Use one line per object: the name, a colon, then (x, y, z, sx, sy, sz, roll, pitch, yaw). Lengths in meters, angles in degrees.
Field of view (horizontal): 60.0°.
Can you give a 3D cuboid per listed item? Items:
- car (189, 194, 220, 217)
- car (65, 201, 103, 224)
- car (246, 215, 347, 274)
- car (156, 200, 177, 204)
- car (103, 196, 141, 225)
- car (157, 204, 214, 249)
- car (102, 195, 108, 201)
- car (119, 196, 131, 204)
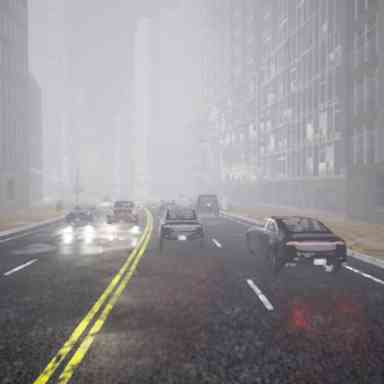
car: (1.067, 1.186, 30.972, 2.150, 2.045, 5.566, 0, 0, -8)
car: (-8.235, 1.609, 25.388, 1.895, 1.301, 4.718, 0, 0, -7)
car: (2.996, 1.480, 10.495, 2.128, 1.511, 4.902, 0, 0, -3)
car: (-2.396, 1.468, 32.076, 2.128, 1.511, 4.902, 0, 0, -8)
car: (-4.812, 1.350, 23.891, 2.097, 1.767, 4.553, 0, 0, -7)
car: (-0.517, 1.485, 14.702, 2.128, 1.511, 4.902, 0, 0, -4)
car: (-16.867, 1.465, 65.843, 1.837, 1.490, 4.892, 0, 0, -17)
car: (-12.905, 1.504, 63.919, 1.994, 1.385, 4.181, 0, 0, -16)
